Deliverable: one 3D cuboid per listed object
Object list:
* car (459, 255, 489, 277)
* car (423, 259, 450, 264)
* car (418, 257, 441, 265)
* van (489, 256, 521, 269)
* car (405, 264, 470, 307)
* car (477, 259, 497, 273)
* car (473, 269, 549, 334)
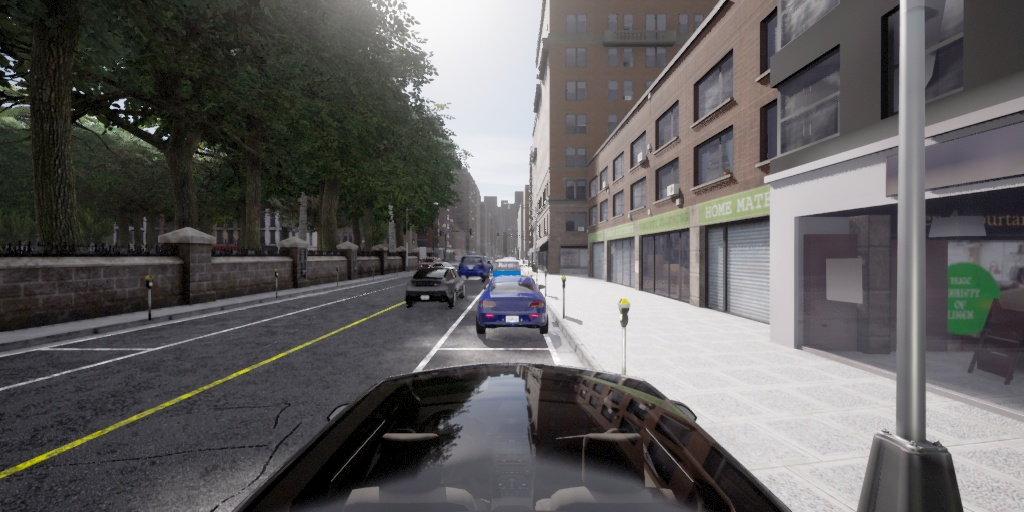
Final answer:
[{"bbox_3d":[-3.045,0.959,29.249,2.150,2.045,5.566,0,0,0],"label":"car"},{"bbox_3d":[-6.226,1.259,31.963,1.812,1.442,4.674,0,0,0],"label":"car"},{"bbox_3d":[-8.796,1.040,38.793,2.192,1.841,5.009,0,0,0],"label":"car"},{"bbox_3d":[-0.279,1.083,21.847,1.690,1.789,3.998,0,0,0],"label":"van"},{"bbox_3d":[-3.140,1.250,15.349,1.837,1.490,4.892,0,0,0],"label":"car"},{"bbox_3d":[-3.037,1.210,44.951,2.128,1.511,4.902,0,0,0],"label":"car"},{"bbox_3d":[0.008,1.274,10.498,1.812,1.442,4.674,0,0,0],"label":"car"}]
